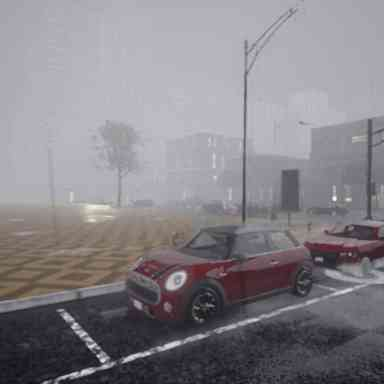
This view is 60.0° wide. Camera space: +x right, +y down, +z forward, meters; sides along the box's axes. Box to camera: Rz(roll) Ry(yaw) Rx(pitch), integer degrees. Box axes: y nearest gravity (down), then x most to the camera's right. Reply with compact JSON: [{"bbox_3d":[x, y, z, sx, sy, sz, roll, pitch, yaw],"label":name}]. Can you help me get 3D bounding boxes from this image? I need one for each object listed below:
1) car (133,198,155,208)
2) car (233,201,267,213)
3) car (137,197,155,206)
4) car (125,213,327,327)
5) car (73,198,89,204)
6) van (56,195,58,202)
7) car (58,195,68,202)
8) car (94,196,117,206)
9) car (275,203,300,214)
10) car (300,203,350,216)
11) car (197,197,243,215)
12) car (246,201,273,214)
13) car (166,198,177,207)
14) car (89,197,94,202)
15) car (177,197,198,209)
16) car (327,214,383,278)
[{"bbox_3d":[-7.910,1.859,54.328,1.895,1.301,4.718,1,-1,-34],"label":"car"},{"bbox_3d":[7.382,1.852,42.537,1.802,1.307,4.206,1,-1,-35],"label":"car"},{"bbox_3d":[-9.185,1.845,66.201,1.967,1.590,4.097,1,-1,-35],"label":"car"},{"bbox_3d":[0.681,1.452,6.992,4.097,1.590,1.967,0,1,-36],"label":"car"},{"bbox_3d":[-25.560,1.910,75.107,1.947,1.339,4.313,1,-1,-35],"label":"car"},{"bbox_3d":[-35.050,1.766,88.793,1.690,1.788,3.998,1,-1,-35],"label":"van"},{"bbox_3d":[-31.791,1.922,84.090,1.752,1.417,4.829,1,-1,-35],"label":"car"},{"bbox_3d":[-15.973,1.788,61.283,1.752,1.417,4.829,1,-1,-35],"label":"car"},{"bbox_3d":[10.505,1.810,38.034,1.947,1.339,4.313,1,-1,-35],"label":"car"},{"bbox_3d":[13.629,1.770,33.529,2.008,1.369,4.403,1,-1,-35],"label":"car"},{"bbox_3d":[2.805,1.544,33.983,1.967,1.590,4.097,1,-1,-35],"label":"car"},{"bbox_3d":[5.816,1.744,34.413,1.895,1.301,4.718,1,-1,-35],"label":"car"},{"bbox_3d":[-2.817,1.793,57.109,1.967,1.590,4.097,1,-1,-35],"label":"car"},{"bbox_3d":[-25.001,1.855,89.009,2.192,1.841,5.009,1,-1,-35],"label":"car"},{"bbox_3d":[0.374,1.642,52.567,2.192,1.841,5.009,1,-1,-35],"label":"car"},{"bbox_3d":[5.274,1.571,10.274,4.507,1.381,1.887,0,1,-36],"label":"car"}]
